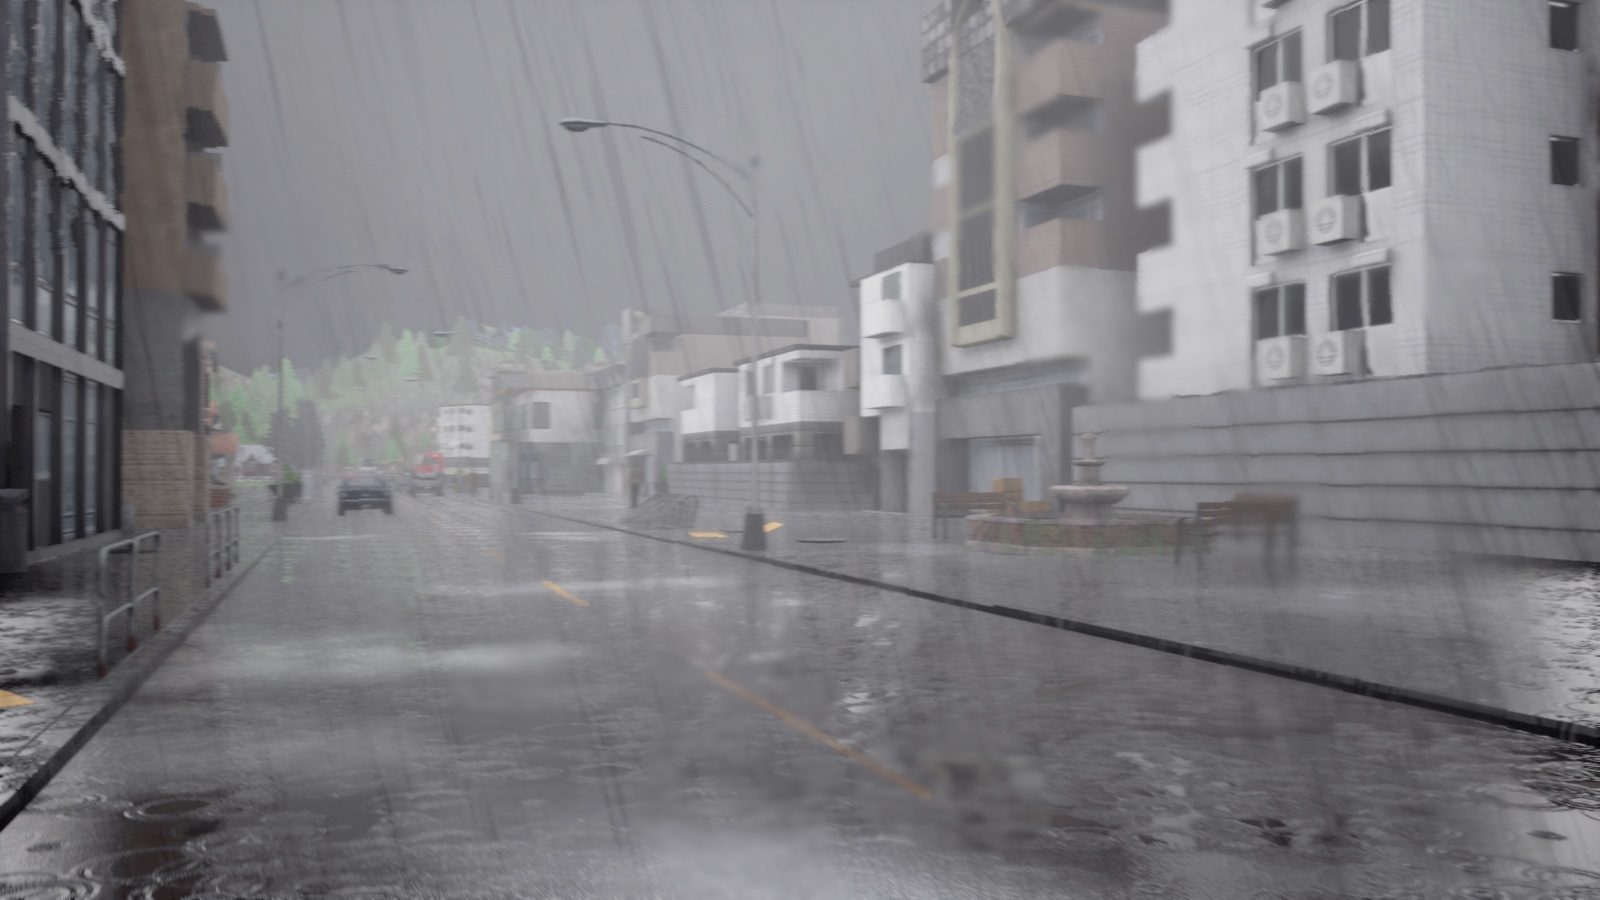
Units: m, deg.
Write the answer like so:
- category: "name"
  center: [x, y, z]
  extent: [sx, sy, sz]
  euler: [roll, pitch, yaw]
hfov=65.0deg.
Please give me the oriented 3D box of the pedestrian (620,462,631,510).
- category: "pedestrian"
  center: [-6.711, 1.392, 48.322]
  extent: [0.331, 1.846, 0.634]
  euler: [0, -1, -14]

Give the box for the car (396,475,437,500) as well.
- category: "car"
  center: [-24.040, 2.301, 78.619]
  extent: [2.128, 1.511, 4.902]
  euler: [0, -1, -20]

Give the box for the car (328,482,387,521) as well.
- category: "car"
  center: [-15.965, 1.814, 45.245]
  extent: [1.895, 1.301, 4.718]
  euler: [0, -1, -20]
